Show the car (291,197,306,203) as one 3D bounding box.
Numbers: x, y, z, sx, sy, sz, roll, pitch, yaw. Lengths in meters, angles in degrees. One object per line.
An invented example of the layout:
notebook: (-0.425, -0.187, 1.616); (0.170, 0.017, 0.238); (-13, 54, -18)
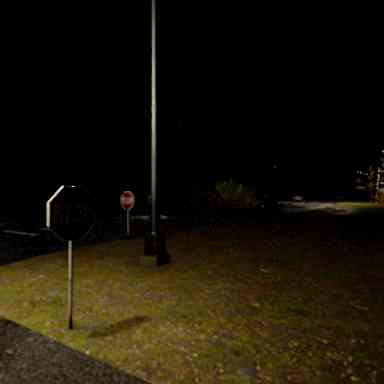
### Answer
car: (24.165, 1.772, 75.273); (2.033, 1.411, 5.357); (0, 0, 34)

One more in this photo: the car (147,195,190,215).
car: (-2.404, 1.374, 35.796); (2.150, 2.045, 5.566); (0, 0, 34)

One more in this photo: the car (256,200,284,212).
car: (9.736, 1.705, 41.282); (2.033, 1.411, 5.357); (0, 0, 34)
